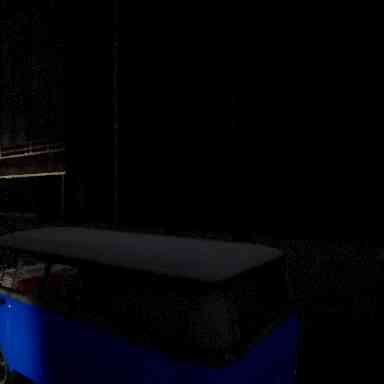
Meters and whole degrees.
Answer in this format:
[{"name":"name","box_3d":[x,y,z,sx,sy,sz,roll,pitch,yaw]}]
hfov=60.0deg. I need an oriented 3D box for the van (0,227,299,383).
[{"name":"van","box_3d":[-0.873,1.358,3.705,3.998,1.788,1.690,0,0,36]}]
